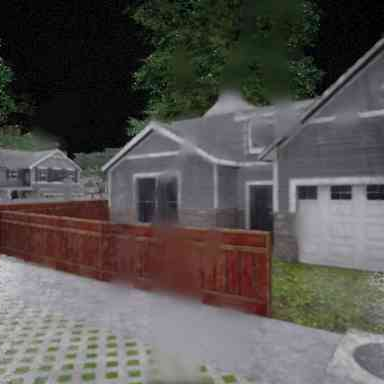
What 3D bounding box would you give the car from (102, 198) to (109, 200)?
[{"bbox_3d":[-8.151,1.357,32.762,1.837,1.490,4.892,-1,1,35],"label":"car"}]
